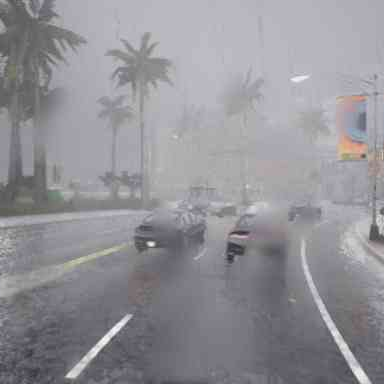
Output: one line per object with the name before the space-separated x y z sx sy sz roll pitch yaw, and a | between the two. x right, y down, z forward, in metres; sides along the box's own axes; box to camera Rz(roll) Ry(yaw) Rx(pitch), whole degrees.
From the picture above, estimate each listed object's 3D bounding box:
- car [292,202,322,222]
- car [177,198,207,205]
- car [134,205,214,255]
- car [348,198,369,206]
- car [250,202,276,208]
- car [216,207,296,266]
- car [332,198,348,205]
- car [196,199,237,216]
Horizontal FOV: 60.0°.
car | 9.368 1.602 27.308 1.837 1.490 4.892 0 0 31
car | 0.185 1.375 32.619 2.097 1.767 4.553 0 0 32
car | -0.677 1.508 13.546 1.837 1.490 4.892 0 0 17
car | 30.855 1.824 60.914 4.674 1.442 1.812 0 0 -44
car | 6.160 1.596 28.747 1.812 1.442 4.674 0 0 30
car | 2.439 1.520 11.800 2.128 1.511 4.902 0 0 16
car | 28.351 1.832 63.361 4.181 1.385 1.994 1 0 -44
car | 2.577 1.567 29.935 1.812 1.442 4.674 0 0 31
